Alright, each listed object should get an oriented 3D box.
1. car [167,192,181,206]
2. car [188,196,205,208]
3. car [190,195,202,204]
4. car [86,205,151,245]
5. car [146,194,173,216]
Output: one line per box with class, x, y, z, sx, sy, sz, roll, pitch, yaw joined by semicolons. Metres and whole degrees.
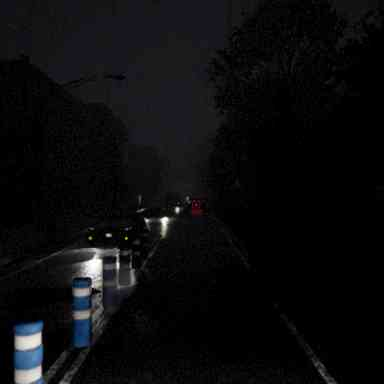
car;-2.717;1.034;47.639;2.150;2.045;5.566;0;0;1
car;0.553;1.257;41.953;1.837;1.490;4.892;0;1;1
car;0.616;1.253;53.900;1.895;1.301;4.718;0;1;1
car;-3.264;1.493;15.042;1.994;1.385;4.181;0;0;1
car;-3.071;1.310;30.241;1.882;1.535;5.008;0;1;1
